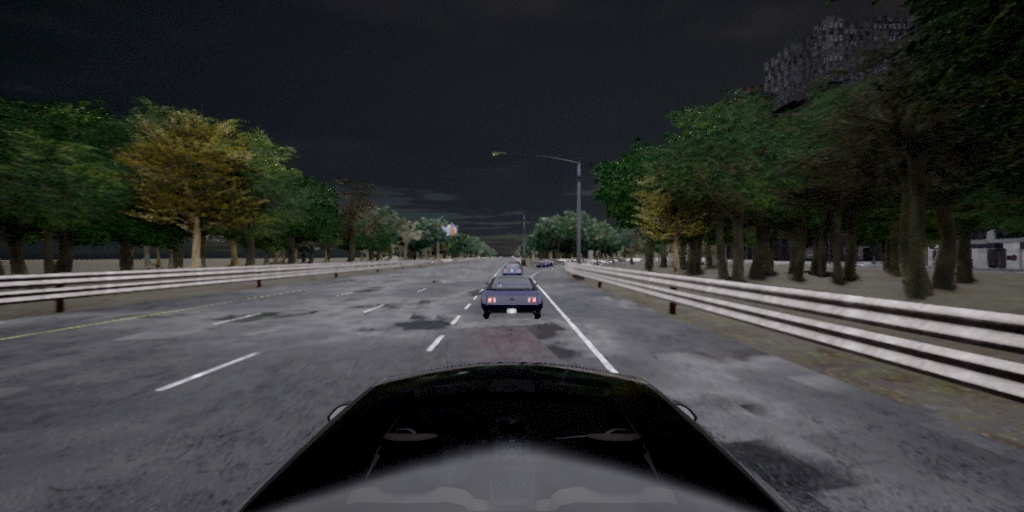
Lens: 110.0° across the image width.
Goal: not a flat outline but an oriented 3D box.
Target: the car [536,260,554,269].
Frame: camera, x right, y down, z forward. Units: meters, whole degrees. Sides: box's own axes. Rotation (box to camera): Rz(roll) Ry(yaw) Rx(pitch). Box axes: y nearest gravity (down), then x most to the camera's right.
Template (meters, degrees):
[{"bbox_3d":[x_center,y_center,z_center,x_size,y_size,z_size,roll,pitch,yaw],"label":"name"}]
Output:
[{"bbox_3d":[5.480,1.357,58.213,1.895,1.301,4.718,0,0,21],"label":"car"}]

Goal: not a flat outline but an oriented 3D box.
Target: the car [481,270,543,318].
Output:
[{"bbox_3d":[-0.003,1.352,12.936,1.895,1.301,4.718,0,0,0],"label":"car"}]

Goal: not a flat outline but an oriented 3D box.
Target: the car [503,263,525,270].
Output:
[{"bbox_3d":[0.167,1.302,32.877,2.033,1.411,5.357,0,0,3],"label":"car"}]
